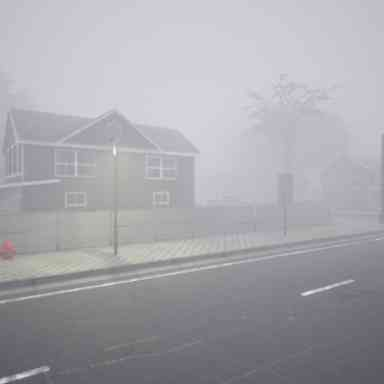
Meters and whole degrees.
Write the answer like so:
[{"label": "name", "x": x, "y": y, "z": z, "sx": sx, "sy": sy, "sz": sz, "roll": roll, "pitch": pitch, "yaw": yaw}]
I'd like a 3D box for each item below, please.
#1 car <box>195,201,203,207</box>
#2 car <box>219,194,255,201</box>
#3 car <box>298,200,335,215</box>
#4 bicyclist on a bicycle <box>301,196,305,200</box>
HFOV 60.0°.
[{"label": "car", "x": -0.649, "y": 1.620, "z": 48.468, "sx": 2.033, "sy": 1.411, "sz": 5.357, "roll": 0, "pitch": 0, "yaw": -35}, {"label": "car", "x": 5.470, "y": 1.276, "z": 39.804, "sx": 2.150, "sy": 2.045, "sz": 5.566, "roll": 0, "pitch": 0, "yaw": -35}, {"label": "car", "x": 11.189, "y": 1.529, "z": 31.714, "sx": 2.128, "sy": 1.511, "sz": 4.902, "roll": 0, "pitch": 0, "yaw": -35}, {"label": "bicyclist on a bicycle", "x": 13.098, "y": 1.347, "z": 39.157, "sx": 1.656, "sy": 1.620, "sz": 0.582, "roll": 0, "pitch": 0, "yaw": -35}]
